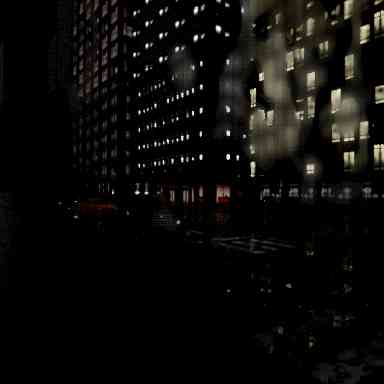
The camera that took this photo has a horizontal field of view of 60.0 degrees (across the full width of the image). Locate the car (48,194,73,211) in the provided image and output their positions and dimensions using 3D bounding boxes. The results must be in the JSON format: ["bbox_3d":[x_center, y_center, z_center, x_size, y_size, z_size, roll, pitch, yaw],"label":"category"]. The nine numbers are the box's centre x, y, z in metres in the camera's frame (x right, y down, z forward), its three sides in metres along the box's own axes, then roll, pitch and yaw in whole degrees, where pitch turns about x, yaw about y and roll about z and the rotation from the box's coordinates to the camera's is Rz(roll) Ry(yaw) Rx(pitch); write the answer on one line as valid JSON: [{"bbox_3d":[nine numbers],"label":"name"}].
[{"bbox_3d":[-13.711,1.045,35.292,2.097,1.767,4.553,0,0,-37],"label":"car"}]

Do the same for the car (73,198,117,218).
[{"bbox_3d":[-7.824,1.254,27.364,1.882,1.535,5.008,0,0,-37],"label":"car"}]

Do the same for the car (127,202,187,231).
[{"bbox_3d":[-2.193,1.344,19.796,2.128,1.511,4.902,0,0,-37],"label":"car"}]
